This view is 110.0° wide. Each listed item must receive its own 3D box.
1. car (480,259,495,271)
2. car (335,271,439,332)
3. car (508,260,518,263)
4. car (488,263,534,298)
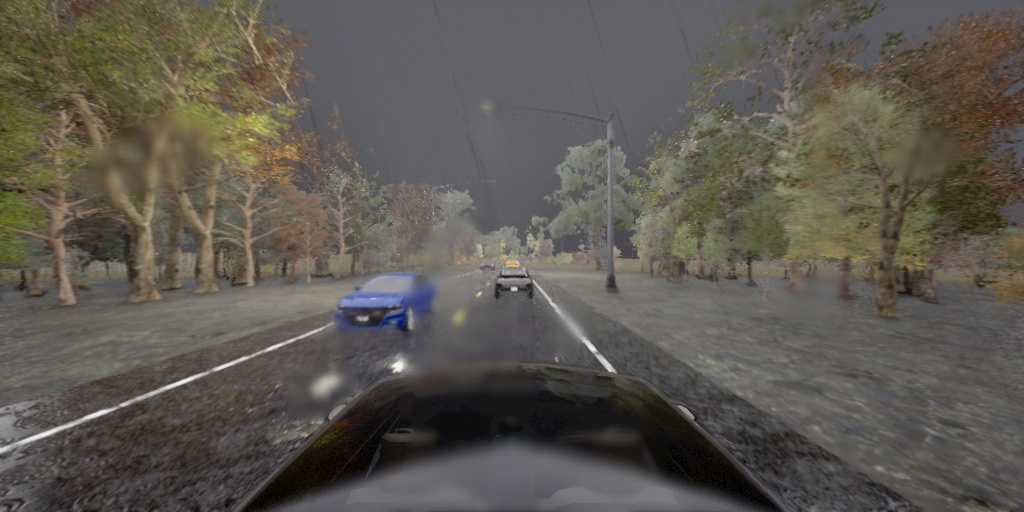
[{"bbox_3d":[-3.528,1.249,52.926,2.097,1.767,4.553,0,0,1],"label":"car"},{"bbox_3d":[-3.593,1.255,11.163,1.882,1.535,5.008,0,0,0],"label":"car"},{"bbox_3d":[0.112,1.376,53.773,1.882,1.535,5.008,0,0,0],"label":"car"},{"bbox_3d":[0.102,1.291,18.821,2.128,1.511,4.902,0,0,0],"label":"car"}]
